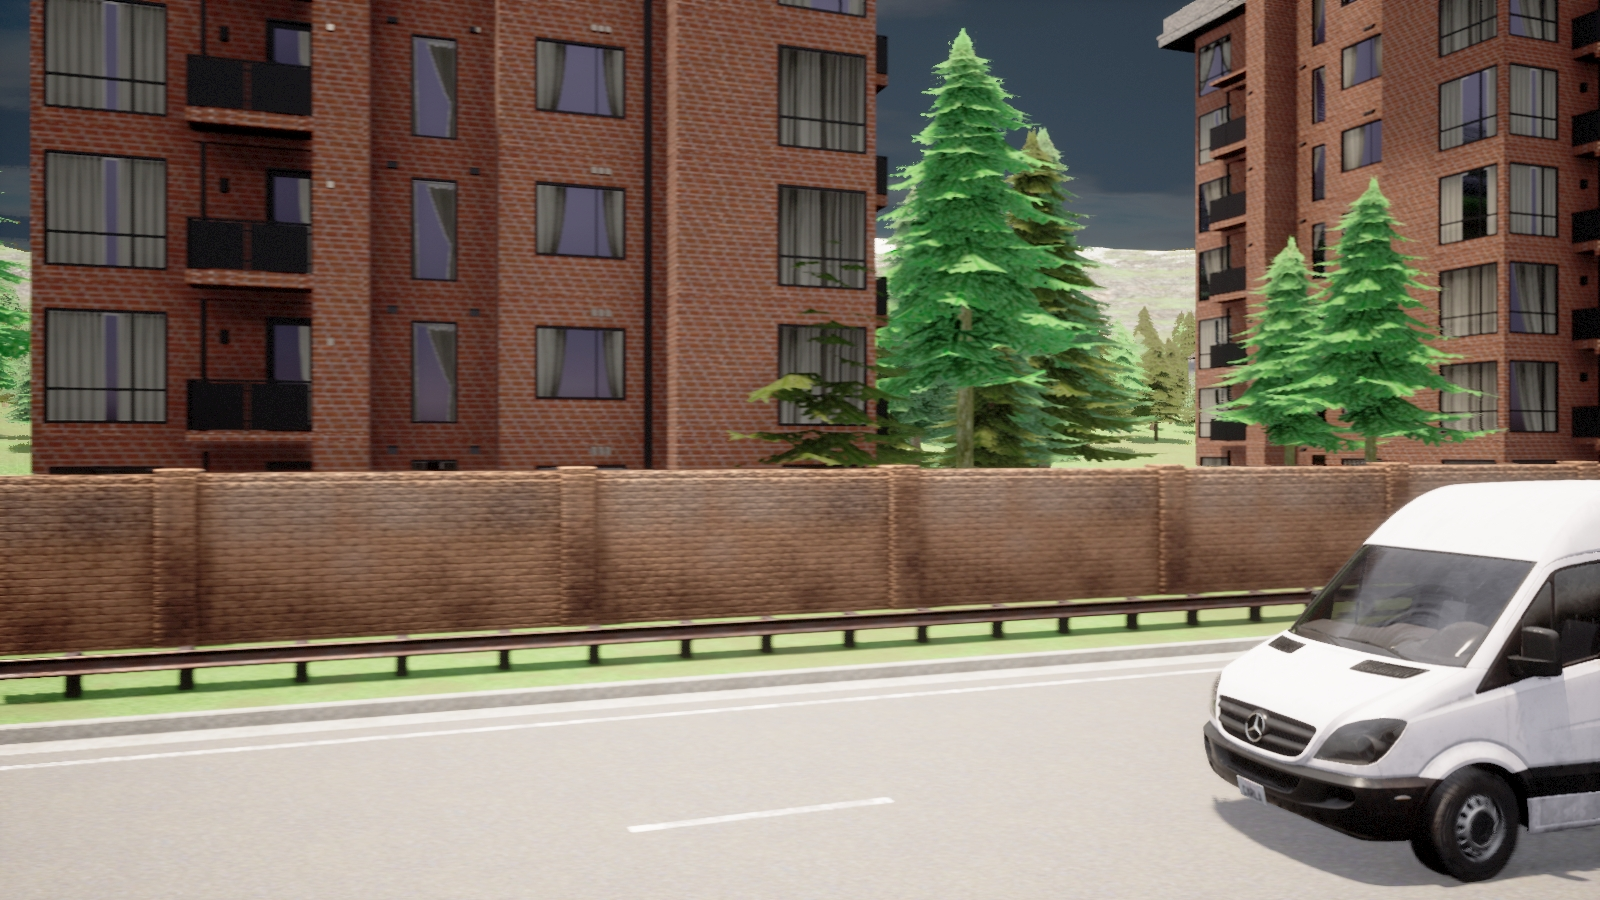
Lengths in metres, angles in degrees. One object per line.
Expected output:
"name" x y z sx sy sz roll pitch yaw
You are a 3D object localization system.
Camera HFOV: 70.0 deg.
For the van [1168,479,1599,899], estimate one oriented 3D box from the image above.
"van" 6.020 1.530 8.782 5.915 2.561 1.988 0 0 -14
